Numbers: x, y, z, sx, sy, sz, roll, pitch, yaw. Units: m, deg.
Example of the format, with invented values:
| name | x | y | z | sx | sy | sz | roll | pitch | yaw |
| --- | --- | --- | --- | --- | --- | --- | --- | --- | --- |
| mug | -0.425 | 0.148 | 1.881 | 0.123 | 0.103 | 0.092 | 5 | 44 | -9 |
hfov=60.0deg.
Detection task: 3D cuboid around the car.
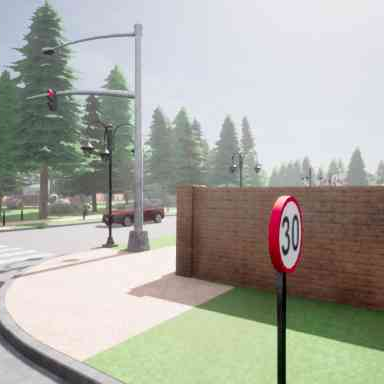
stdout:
| name | x | y | z | sx | sy | sz | roll | pitch | yaw |
| --- | --- | --- | --- | --- | --- | --- | --- | --- | --- |
| car | -3.973 | 1.464 | 23.129 | 1.882 | 1.535 | 5.008 | 0 | 0 | 35 |
